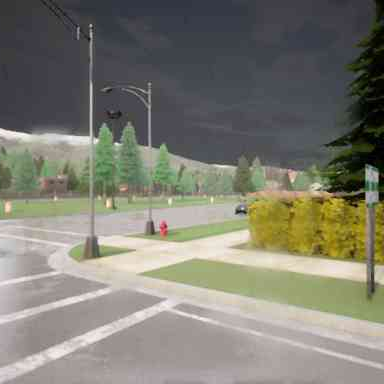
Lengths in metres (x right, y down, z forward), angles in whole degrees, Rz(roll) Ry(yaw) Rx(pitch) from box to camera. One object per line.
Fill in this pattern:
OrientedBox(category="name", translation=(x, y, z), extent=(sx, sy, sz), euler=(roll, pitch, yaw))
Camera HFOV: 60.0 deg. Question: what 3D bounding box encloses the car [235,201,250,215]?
OrientedBox(category="car", translation=(6.085, 1.575, 33.826), extent=(1.994, 1.385, 4.181), euler=(0, 0, 36))
